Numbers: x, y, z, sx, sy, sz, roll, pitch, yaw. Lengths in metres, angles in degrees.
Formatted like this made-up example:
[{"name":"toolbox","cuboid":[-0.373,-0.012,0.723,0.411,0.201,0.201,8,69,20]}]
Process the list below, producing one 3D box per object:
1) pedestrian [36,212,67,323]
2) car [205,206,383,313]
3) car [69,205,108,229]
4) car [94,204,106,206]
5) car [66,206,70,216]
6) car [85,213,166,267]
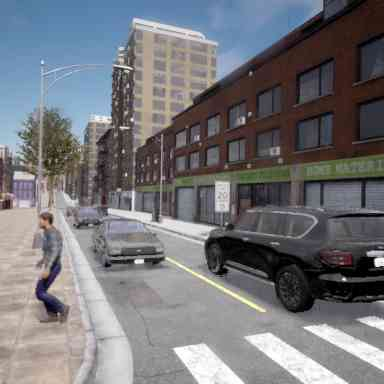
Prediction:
[{"name":"pedestrian","cuboid":[-2.258,1.154,5.329,0.375,1.860,0.375,1,0,-23]},{"name":"car","cuboid":[2.290,1.361,8.301,2.150,2.045,5.566,1,-1,-22]},{"name":"car","cuboid":[-7.896,1.919,25.149,2.033,1.411,5.357,1,-2,-22]},{"name":"car","cuboid":[-11.961,2.264,42.649,1.837,1.490,4.892,1,-2,-22]},{"name":"car","cuboid":[-14.678,2.268,41.721,1.994,1.385,4.181,1,-2,-22]},{"name":"car","cuboid":[-2.561,1.698,12.288,2.033,1.411,5.357,1,-1,-22]}]
